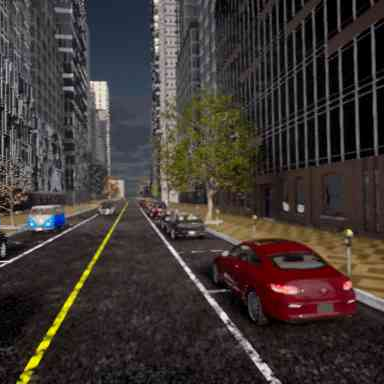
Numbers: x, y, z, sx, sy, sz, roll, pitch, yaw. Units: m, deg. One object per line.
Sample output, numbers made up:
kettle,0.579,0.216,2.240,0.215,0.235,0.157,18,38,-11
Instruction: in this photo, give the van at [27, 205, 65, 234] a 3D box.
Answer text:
van,-9.678,1.786,22.336,1.690,1.788,3.998,-1,-1,-10

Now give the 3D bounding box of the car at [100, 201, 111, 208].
car,-18.849,2.651,72.736,1.887,1.381,4.507,-1,-1,-10

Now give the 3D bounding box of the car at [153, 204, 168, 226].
car,-1.430,1.838,23.833,2.008,1.369,4.403,-1,-1,-10

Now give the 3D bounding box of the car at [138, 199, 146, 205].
car,-13.662,2.719,91.031,1.947,1.339,4.313,-1,-1,-10

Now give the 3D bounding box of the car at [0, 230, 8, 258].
car,-7.635,1.837,11.134,2.008,1.369,4.403,-1,-1,-10

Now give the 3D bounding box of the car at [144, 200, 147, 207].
car,-4.490,1.954,40.633,1.967,1.590,4.097,-1,-1,-10

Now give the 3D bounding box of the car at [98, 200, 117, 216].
car,-10.299,1.988,40.762,2.097,1.767,4.553,-1,-1,-10

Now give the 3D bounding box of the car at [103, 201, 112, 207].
car,-19.868,2.757,78.337,1.802,1.307,4.206,-1,-1,-10

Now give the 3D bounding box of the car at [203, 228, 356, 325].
car,1.628,1.627,7.033,1.802,1.307,4.206,-1,-1,-10

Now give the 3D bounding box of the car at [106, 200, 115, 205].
car,-21.907,2.856,89.537,1.887,1.381,4.507,-1,-1,-10

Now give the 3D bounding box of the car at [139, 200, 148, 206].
car,-11.623,2.583,79.832,1.947,1.339,4.313,-1,-1,-10

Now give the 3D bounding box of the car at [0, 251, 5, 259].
car,-3.339,1.626,2.542,1.812,1.442,4.674,-1,-1,-10

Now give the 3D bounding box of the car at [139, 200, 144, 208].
car,-8.565,2.352,63.033,1.887,1.381,4.507,-1,-1,-10

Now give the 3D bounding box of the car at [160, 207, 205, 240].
car,-0.410,1.759,18.233,2.008,1.369,4.403,-1,-1,-10

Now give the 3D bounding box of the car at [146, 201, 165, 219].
car,-3.471,1.879,35.034,1.967,1.590,4.097,-1,-1,-10
